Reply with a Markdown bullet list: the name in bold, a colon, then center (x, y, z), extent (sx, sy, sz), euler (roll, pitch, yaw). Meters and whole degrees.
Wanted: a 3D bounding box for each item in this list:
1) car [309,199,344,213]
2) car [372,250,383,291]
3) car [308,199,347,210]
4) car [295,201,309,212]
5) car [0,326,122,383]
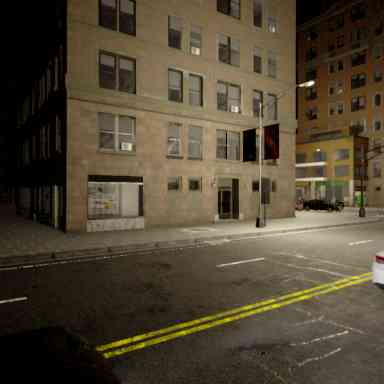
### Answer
- **car**: center (14.563, 1.516, 37.435), extent (1.812, 1.442, 4.674), euler (0, 0, -35)
- **car**: center (5.921, 1.525, 7.624), extent (4.674, 1.442, 1.812), euler (0, 0, -35)
- **car**: center (17.405, 1.576, 42.947), extent (1.947, 1.339, 4.313), euler (0, 0, -35)
- **car**: center (10.828, 1.420, 38.350), extent (1.967, 1.590, 4.097), euler (0, 0, -35)
- **car**: center (-2.592, 1.601, 1.599), extent (4.718, 1.301, 1.895), euler (0, 0, -35)
